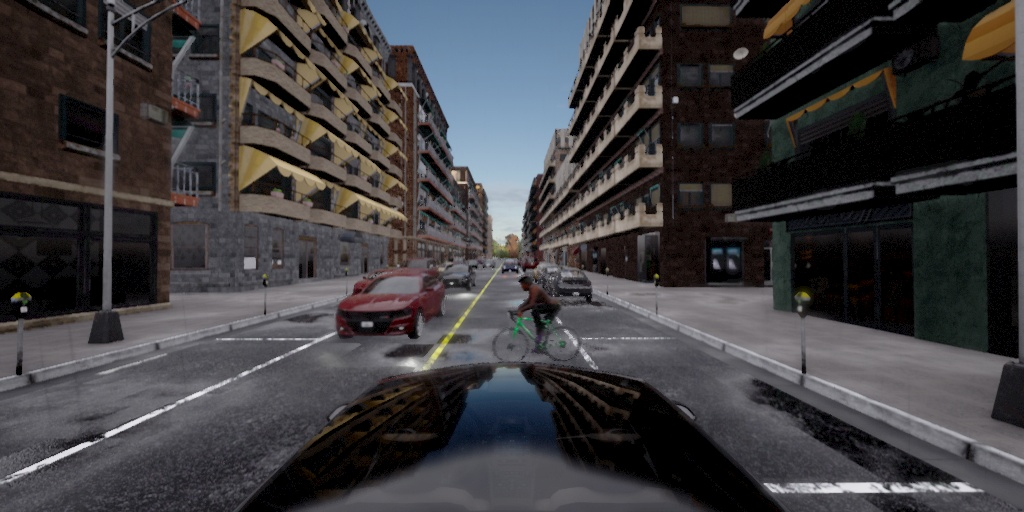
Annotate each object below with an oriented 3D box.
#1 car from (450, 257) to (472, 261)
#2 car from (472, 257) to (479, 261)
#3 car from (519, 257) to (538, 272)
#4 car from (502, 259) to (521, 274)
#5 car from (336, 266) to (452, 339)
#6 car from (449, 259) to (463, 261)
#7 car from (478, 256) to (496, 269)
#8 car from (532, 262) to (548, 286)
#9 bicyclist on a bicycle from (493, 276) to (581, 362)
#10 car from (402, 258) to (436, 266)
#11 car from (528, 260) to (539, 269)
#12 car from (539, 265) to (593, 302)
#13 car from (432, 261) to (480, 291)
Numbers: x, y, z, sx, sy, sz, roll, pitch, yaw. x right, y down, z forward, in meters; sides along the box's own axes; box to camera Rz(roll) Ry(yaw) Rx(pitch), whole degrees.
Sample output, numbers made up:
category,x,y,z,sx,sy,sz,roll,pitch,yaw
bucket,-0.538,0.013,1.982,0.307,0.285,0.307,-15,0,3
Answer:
category,x,y,z,sx,sy,sz,roll,pitch,yaw
car,-5.990,1.033,38.963,2.192,1.841,5.009,0,0,0
car,-6.130,1.274,55.666,1.948,1.339,4.313,0,0,0
car,2.344,1.029,44.567,2.192,1.841,5.009,0,0,0
car,-0.214,1.318,40.903,1.895,1.301,4.718,0,0,0
car,-3.152,1.219,10.249,1.882,1.535,5.008,0,0,-1
car,-5.941,1.248,33.225,1.751,1.417,4.829,0,0,0
car,-3.522,1.200,54.900,2.128,1.511,4.902,0,0,0
car,2.532,1.281,22.297,2.007,1.370,4.403,0,0,0
bicyclist on a bicycle,0.440,1.198,6.664,1.656,1.620,0.582,-2,0,-1
car,-5.849,1.046,22.260,2.192,1.841,5.009,0,0,0
car,2.484,1.252,28.034,1.751,1.417,4.829,0,0,0
car,2.579,1.286,16.729,2.007,1.370,4.403,0,0,0
car,-3.241,1.237,21.667,1.837,1.490,4.892,0,0,0
